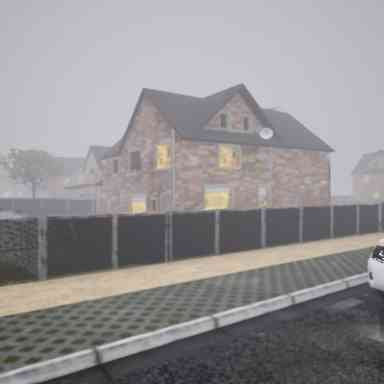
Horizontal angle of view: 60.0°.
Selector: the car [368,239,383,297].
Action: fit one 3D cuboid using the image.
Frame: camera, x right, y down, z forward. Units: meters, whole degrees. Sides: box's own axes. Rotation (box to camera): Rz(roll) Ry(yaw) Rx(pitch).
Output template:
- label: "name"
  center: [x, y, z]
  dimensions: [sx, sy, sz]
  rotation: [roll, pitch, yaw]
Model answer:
- label: "car"
  center: [6.172, 1.227, 7.351]
  dimensions: [5.566, 2.045, 2.150]
  rotation: [0, 0, -36]
